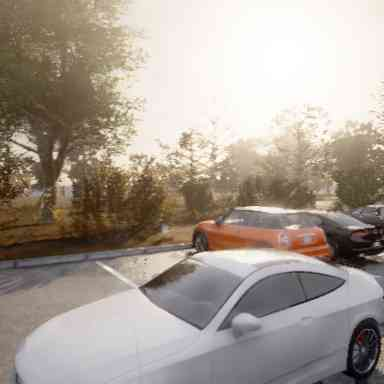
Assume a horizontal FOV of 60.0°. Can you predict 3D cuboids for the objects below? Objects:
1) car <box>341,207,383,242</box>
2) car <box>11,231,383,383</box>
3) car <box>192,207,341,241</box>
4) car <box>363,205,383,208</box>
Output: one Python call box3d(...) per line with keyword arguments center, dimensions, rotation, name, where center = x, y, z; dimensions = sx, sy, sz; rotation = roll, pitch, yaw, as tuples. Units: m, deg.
box3d(center=(4.160, 1.366, 11.936), dimensions=(2.097, 1.535, 5.008), rotation=(0, 1, -32), name="car")
box3d(center=(0.483, 1.481, 4.003), dimensions=(4.674, 1.442, 1.812), rotation=(0, 1, -31), name="car")
box3d(center=(1.886, 1.244, 10.481), dimensions=(2.185, 1.767, 4.553), rotation=(0, 1, -32), name="car")
box3d(center=(9.047, 1.360, 15.007), dimensions=(2.231, 1.521, 4.892), rotation=(0, 1, -32), name="car")
